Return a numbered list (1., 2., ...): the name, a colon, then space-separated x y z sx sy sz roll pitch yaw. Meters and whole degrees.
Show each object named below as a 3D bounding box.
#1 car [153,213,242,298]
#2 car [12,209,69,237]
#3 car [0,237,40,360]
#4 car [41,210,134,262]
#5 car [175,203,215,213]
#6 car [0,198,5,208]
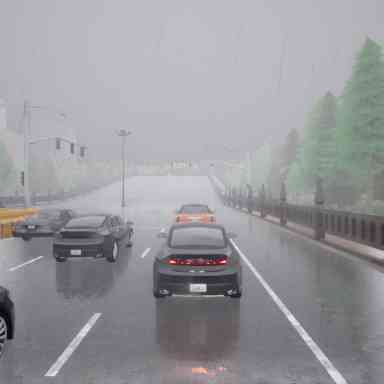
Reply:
1. car: 0.124 1.505 8.497 1.837 1.490 4.892 0 0 0
2. car: -6.853 1.547 16.734 2.033 1.411 5.357 0 0 0
3. car: -3.393 1.492 2.717 2.128 1.511 4.902 0 0 0
4. car: -3.365 1.505 12.072 1.837 1.490 4.892 0 0 0
5. car: 0.150 1.352 17.515 2.097 1.767 4.553 0 0 0
6. car: -13.946 1.218 20.671 2.150 2.045 5.566 0 0 0
